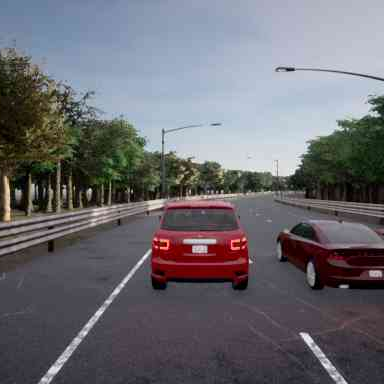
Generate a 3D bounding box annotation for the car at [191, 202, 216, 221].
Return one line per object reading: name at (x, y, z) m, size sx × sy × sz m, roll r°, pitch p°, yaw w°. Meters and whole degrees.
car at (1.031, 1.569, 28.223) m, size 1.994 × 1.385 × 4.181 m, roll 0°, pitch 0°, yaw 4°

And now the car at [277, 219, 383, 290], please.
car at (3.713, 1.479, 9.113) m, size 1.882 × 1.535 × 5.008 m, roll 0°, pitch 0°, yaw 1°

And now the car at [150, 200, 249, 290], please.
car at (0.207, 1.223, 9.237) m, size 2.150 × 2.045 × 5.566 m, roll 0°, pitch 0°, yaw 1°
